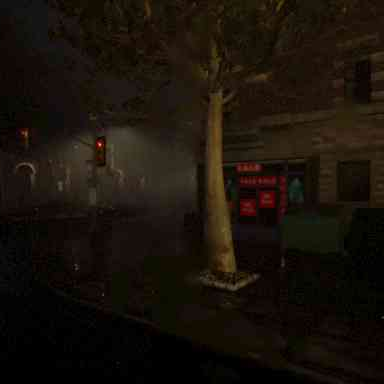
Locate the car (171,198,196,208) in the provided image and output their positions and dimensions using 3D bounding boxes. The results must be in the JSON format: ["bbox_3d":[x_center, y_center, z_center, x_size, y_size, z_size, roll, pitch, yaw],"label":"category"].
[{"bbox_3d":[-1.394,1.547,48.297,2.033,1.411,5.357,0,0,36],"label":"car"}]

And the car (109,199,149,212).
[{"bbox_3d":[-7.466,1.601,40.018,1.895,1.301,4.718,0,0,36],"label":"car"}]

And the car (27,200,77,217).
[{"bbox_3d":[-13.359,1.526,31.940,1.812,1.442,4.674,0,0,36],"label":"car"}]

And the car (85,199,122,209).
[{"bbox_3d":[-11.944,1.595,45.158,1.895,1.301,4.718,0,0,36],"label":"car"}]

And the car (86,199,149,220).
[{"bbox_3d":[-6.105,1.547,27.925,2.033,1.411,5.357,0,0,36],"label":"car"}]
